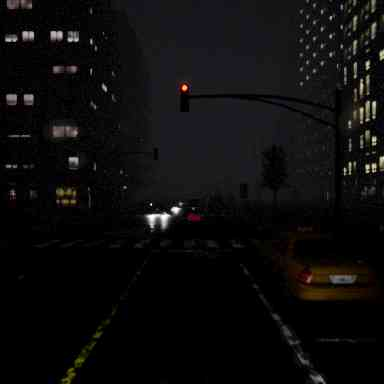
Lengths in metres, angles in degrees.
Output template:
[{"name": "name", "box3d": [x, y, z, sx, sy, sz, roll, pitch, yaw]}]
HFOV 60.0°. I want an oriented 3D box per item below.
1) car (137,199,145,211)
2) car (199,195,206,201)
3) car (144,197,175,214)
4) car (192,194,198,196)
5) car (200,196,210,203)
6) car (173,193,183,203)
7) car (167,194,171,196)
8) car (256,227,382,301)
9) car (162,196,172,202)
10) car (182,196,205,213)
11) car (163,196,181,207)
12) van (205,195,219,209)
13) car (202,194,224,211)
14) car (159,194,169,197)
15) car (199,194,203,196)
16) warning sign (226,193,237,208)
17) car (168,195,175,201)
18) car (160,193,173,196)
[{"name": "car", "box3d": [-5.621, 1.543, 40.500, 2.008, 1.369, 4.403, 0, 0, 0]}, {"name": "car", "box3d": [2.849, 1.570, 90.395, 1.752, 1.417, 4.829, 0, 0, 0]}, {"name": "car", "box3d": [-3.250, 1.555, 34.486, 1.994, 1.385, 4.181, 0, 0, 5]}, {"name": "car", "box3d": [0.124, 1.508, 69.266, 2.128, 1.511, 4.902, 0, 0, 0]}, {"name": "car", "box3d": [2.818, 1.566, 73.645, 1.887, 1.381, 4.507, 0, 0, 0]}, {"name": "car", "box3d": [-2.876, 1.564, 69.208, 2.033, 1.411, 5.357, 0, 0, 0]}, {"name": "car", "box3d": [-5.582, 1.553, 62.606, 1.887, 1.381, 4.507, 0, 0, 0]}, {"name": "car", "box3d": [2.701, 1.521, 8.242, 1.752, 1.417, 4.829, 0, 0, 0]}, {"name": "car", "box3d": [-5.562, 1.603, 73.660, 1.802, 1.307, 4.206, 0, 0, 0]}, {"name": "car", "box3d": [0.169, 1.496, 37.703, 1.837, 1.490, 4.892, 0, 0, 0]}, {"name": "car", "box3d": [-3.007, 1.597, 49.585, 1.895, 1.301, 4.718, 0, 0, 0]}, {"name": "van", "box3d": [2.768, 1.336, 46.011, 1.690, 1.788, 3.998, 0, 0, 0]}, {"name": "car", "box3d": [2.758, 1.307, 40.485, 2.192, 1.841, 5.009, 0, 0, 0]}, {"name": "car", "box3d": [-5.591, 1.554, 57.080, 2.008, 1.369, 4.403, 0, 0, 0]}, {"name": "car", "box3d": [2.797, 1.324, 62.591, 2.192, 1.841, 5.009, 0, 0, 0]}, {"name": "warning sign", "box3d": [5.151, 1.109, 43.738, 1.300, 1.860, 1.060, 0, 0, 0]}, {"name": "car", "box3d": [-5.532, 1.569, 90.070, 1.752, 1.417, 4.829, 0, 0, 0]}, {"name": "car", "box3d": [-5.572, 1.455, 68.133, 1.967, 1.590, 4.097, 0, 0, 0]}]
